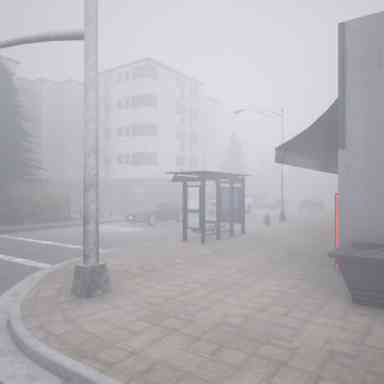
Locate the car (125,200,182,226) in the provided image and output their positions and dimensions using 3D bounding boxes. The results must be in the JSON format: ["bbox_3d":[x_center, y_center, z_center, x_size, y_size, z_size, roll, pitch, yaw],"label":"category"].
[{"bbox_3d":[-2.307,1.328,22.164,1.837,1.490,4.892,0,0,36],"label":"car"}]

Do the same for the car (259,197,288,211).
[{"bbox_3d":[9.521,1.301,38.562,1.882,1.535,5.008,0,0,36],"label":"car"}]

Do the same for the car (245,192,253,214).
[{"bbox_3d":[3.578,1.045,30.347,2.150,2.045,5.566,0,0,36],"label":"car"}]

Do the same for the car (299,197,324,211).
[{"bbox_3d":[13.751,1.329,38.192,1.837,1.490,4.892,0,0,36],"label":"car"}]
